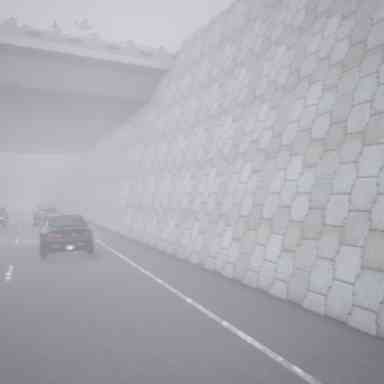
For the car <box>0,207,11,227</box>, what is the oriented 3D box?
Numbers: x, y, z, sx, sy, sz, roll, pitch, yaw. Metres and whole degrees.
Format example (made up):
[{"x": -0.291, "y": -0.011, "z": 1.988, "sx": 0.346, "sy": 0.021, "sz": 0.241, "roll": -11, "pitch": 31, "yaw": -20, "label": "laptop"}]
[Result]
[{"x": -14.555, "y": 1.816, "z": 24.497, "sx": 2.033, "sy": 1.411, "sz": 5.357, "roll": 0, "pitch": 0, "yaw": -26, "label": "car"}]

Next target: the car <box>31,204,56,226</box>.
[{"x": -11.840, "y": 1.748, "z": 26.918, "sx": 2.128, "sy": 1.511, "sz": 4.902, "roll": 0, "pitch": 0, "yaw": -26, "label": "car"}]

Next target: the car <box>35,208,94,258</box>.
[{"x": -5.203, "y": 1.627, "z": 13.476, "sx": 1.837, "sy": 1.490, "sz": 4.892, "roll": 0, "pitch": 0, "yaw": -26, "label": "car"}]
